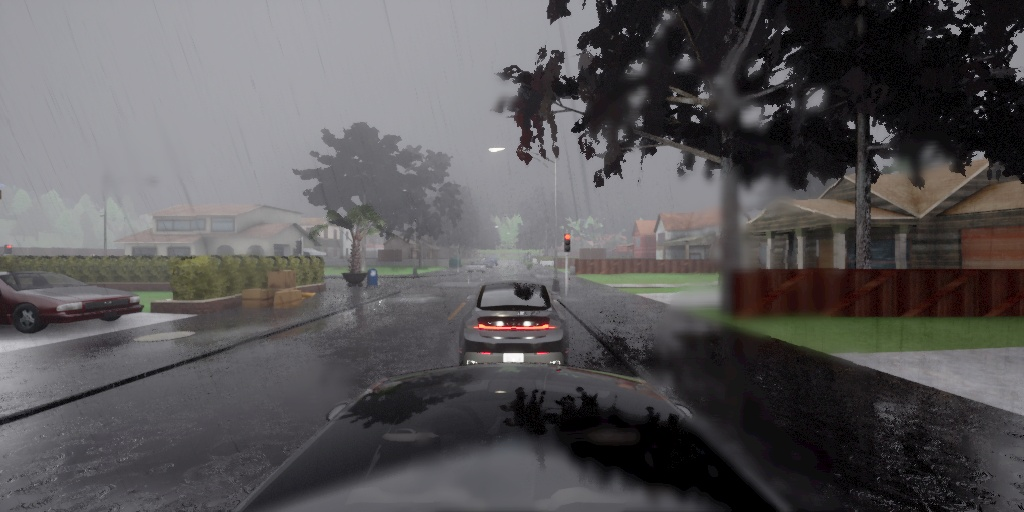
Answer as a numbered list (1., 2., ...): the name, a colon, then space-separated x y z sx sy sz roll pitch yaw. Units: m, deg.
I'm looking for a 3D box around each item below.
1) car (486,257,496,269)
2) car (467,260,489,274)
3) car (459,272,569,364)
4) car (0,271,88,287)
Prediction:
1. car: -4.088 1.313 56.584 1.994 1.385 4.181 0 0 0
2. car: -4.098 1.351 41.710 1.895 1.301 4.718 0 0 0
3. car: 0.043 1.255 7.686 1.837 1.490 4.892 0 0 0
4. car: -35.409 1.237 26.768 4.902 1.511 2.128 0 0 0
